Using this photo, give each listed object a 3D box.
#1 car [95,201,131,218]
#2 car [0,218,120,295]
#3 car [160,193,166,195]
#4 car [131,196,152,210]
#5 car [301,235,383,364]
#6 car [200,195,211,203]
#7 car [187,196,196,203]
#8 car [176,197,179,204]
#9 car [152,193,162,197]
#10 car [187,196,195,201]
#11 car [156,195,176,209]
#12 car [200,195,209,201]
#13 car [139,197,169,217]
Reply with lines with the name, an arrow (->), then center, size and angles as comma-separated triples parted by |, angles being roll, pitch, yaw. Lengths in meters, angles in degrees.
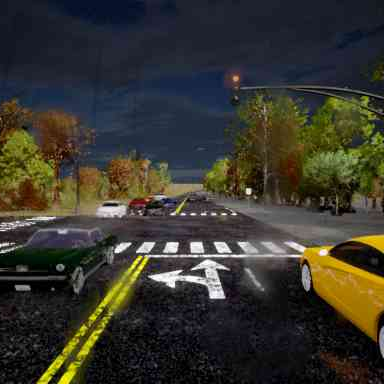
car -> -6.669, 1.497, 27.866 | 1.812, 1.442, 4.674 | 0, 0, 0
car -> -3.377, 1.599, 8.818 | 1.895, 1.301, 4.718 | 0, 0, 0
car -> -6.699, 1.213, 71.529 | 2.150, 2.045, 5.566 | 0, 0, 0
car -> -6.717, 1.480, 42.380 | 1.882, 1.535, 5.008 | 0, 0, 0
car -> 3.347, 1.444, 5.450 | 1.882, 1.535, 5.008 | 0, 1, 0
car -> 3.073, 1.506, 71.529 | 2.128, 1.511, 4.902 | 0, 0, 0
car -> -0.159, 1.567, 72.197 | 1.994, 1.385, 4.181 | 0, 0, 0
car -> -3.480, 1.554, 62.979 | 2.033, 1.411, 5.357 | 0, 0, 0
car -> -6.742, 1.483, 56.489 | 1.882, 1.535, 5.008 | 0, 1, 0
car -> -0.228, 1.608, 82.020 | 1.895, 1.301, 4.718 | 0, 0, 0
car -> -3.477, 1.528, 45.113 | 1.812, 1.442, 4.674 | 0, 0, 0
car -> 3.022, 1.459, 81.684 | 2.033, 1.411, 5.357 | 0, 0, 0
car -> -3.429, 1.498, 30.905 | 1.837, 1.490, 4.892 | 0, -1, 0
